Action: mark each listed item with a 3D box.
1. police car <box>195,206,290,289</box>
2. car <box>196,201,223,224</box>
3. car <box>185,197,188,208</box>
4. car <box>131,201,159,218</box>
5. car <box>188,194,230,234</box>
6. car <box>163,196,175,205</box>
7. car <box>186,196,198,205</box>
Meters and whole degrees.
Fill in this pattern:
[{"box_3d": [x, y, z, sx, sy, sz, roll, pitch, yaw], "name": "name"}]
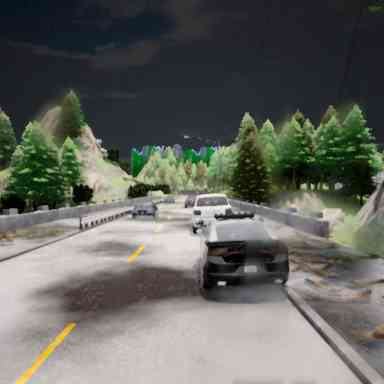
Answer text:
[{"box_3d": [1.174, 1.391, 9.267, 1.930, 1.638, 5.238, -2, -1, 0], "name": "police car"}, {"box_3d": [1.224, 1.500, 25.149, 1.812, 1.442, 4.674, 0, 0, 0], "name": "car"}, {"box_3d": [0.077, 1.303, 47.001, 2.097, 1.767, 4.553, 0, 0, 1], "name": "car"}, {"box_3d": [-4.070, 1.533, 29.364, 1.994, 1.385, 4.181, 0, 0, 0], "name": "car"}, {"box_3d": [1.088, 1.153, 19.166, 2.150, 2.045, 5.566, -3, 0, 1], "name": "car"}, {"box_3d": [-3.960, 1.435, 58.773, 1.837, 1.490, 4.892, 0, 3, 1], "name": "car"}, {"box_3d": [0.056, 1.487, 58.401, 2.033, 1.411, 5.357, 0, 0, 0], "name": "car"}]
